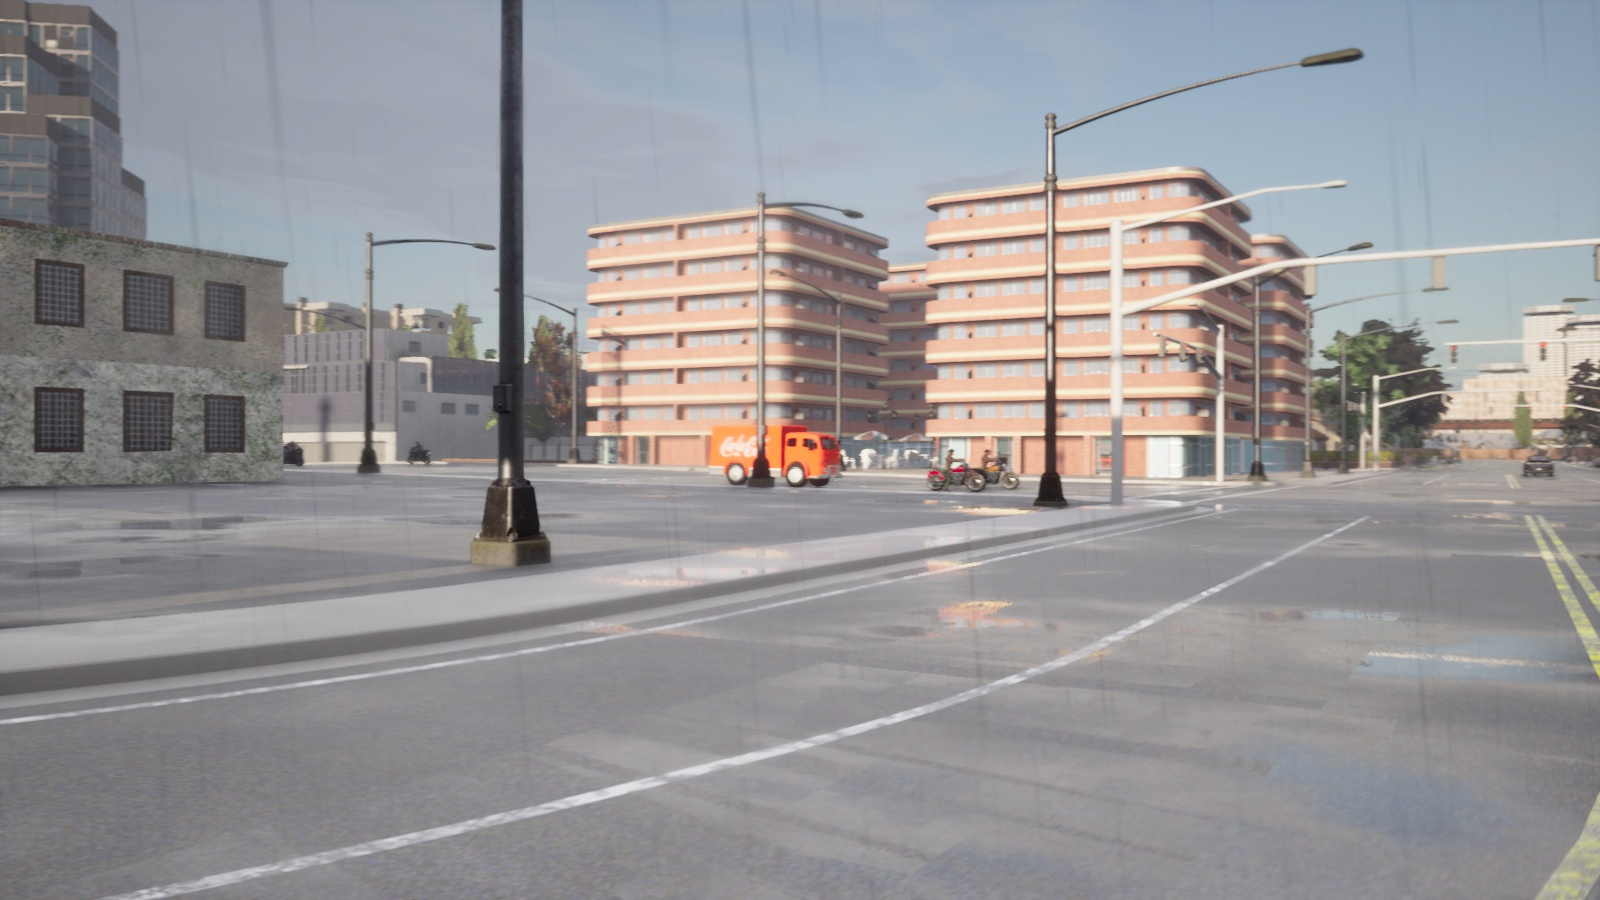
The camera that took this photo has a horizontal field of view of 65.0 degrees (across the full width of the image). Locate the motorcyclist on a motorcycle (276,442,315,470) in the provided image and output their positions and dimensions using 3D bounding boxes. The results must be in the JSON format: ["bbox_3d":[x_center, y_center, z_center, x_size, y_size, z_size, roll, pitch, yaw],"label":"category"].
[{"bbox_3d":[-28.595,0.344,71.199,2.191,1.530,0.866,0,0,30],"label":"motorcyclist on a motorcycle"}]

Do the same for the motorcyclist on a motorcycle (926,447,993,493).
[{"bbox_3d":[5.943,0.739,46.917,2.350,1.649,0.766,1,0,30],"label":"motorcyclist on a motorcycle"}]

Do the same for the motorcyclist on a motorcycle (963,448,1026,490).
[{"bbox_3d":[7.730,0.741,49.927,2.350,1.649,0.766,1,0,30],"label":"motorcyclist on a motorcycle"}]

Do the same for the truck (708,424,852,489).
[{"bbox_3d":[-0.818,0.229,50.880,5.204,2.467,2.627,1,0,30],"label":"truck"}]

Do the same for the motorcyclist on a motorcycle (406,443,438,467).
[{"bbox_3d":[-24.381,0.304,80.900,2.044,1.523,0.797,0,0,30],"label":"motorcyclist on a motorcycle"}]
